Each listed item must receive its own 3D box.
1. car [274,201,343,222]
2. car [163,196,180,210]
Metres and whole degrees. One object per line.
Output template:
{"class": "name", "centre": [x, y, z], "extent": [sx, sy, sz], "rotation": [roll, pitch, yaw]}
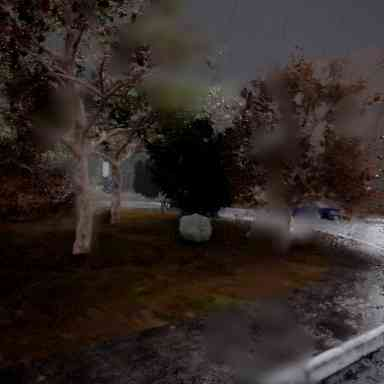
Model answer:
{"class": "car", "centre": [8.059, 1.284, 23.453], "extent": [1.895, 1.301, 4.718], "rotation": [1, 1, -37]}
{"class": "car", "centre": [-0.299, 0.795, 26.749], "extent": [4.902, 1.511, 2.128], "rotation": [3, 1, 37]}
